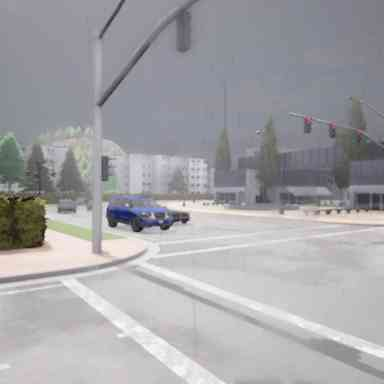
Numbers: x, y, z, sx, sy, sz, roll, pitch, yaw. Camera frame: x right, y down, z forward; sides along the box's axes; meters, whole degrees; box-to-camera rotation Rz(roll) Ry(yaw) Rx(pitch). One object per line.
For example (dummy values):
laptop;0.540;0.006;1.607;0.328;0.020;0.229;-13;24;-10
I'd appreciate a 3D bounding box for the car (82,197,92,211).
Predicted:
car;-12.256;1.629;41.559;2.033;1.411;5.357;0;0;-19

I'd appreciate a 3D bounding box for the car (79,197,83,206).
car;-18.473;1.609;55.797;2.128;1.511;4.902;0;0;-1

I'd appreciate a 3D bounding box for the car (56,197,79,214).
car;-13.816;1.561;36.508;1.837;1.490;4.892;0;0;-24

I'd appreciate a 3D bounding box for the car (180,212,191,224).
car;-2.129;1.674;24.764;1.895;1.301;4.718;0;0;-37

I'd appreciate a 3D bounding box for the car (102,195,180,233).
car;-3.414;1.269;20.717;2.150;2.045;5.566;0;1;-38
